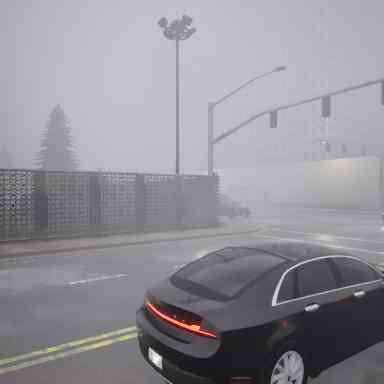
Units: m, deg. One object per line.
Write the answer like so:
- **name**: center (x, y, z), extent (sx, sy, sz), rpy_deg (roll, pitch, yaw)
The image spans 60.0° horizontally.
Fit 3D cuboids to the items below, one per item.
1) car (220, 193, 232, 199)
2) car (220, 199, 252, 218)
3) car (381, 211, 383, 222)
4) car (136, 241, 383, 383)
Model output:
- **car**: center (2.811, 1.167, 35.621), extent (2.150, 2.045, 5.566), rpy_deg (0, 0, -35)
- **car**: center (3.016, 1.545, 29.222), extent (1.895, 1.301, 4.718), rpy_deg (0, 0, -34)
- **car**: center (15.324, 1.570, 23.451), extent (4.718, 1.301, 1.895), rpy_deg (0, 0, -35)
- **car**: center (1.592, 1.505, 4.919), extent (4.892, 1.490, 1.837), rpy_deg (0, 0, -35)
